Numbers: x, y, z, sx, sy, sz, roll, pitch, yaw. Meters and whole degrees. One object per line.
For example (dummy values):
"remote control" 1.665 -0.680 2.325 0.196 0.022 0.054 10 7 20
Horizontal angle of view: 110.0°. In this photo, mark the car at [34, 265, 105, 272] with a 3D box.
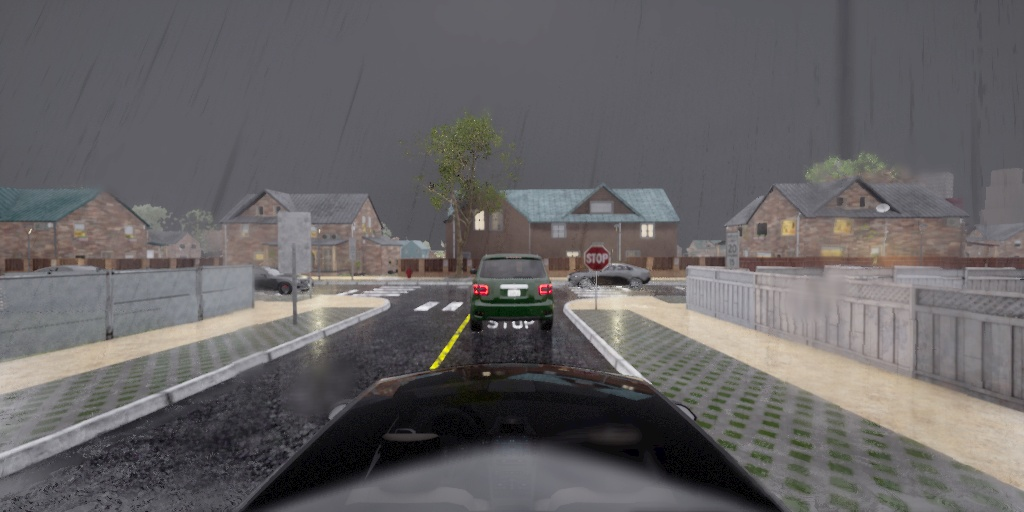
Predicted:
"car" -23.613 1.231 19.549 5.008 1.535 1.882 0 1 2

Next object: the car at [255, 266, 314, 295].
"car" -13.137 1.284 19.215 4.674 1.442 1.812 0 1 2

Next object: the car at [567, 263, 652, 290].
"car" 5.797 1.174 21.558 4.902 1.511 2.128 0 1 2

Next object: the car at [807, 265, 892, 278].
"car" 19.914 1.228 21.113 5.357 1.411 2.033 0 1 2

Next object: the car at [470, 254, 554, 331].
"car" -0.124 0.958 11.081 2.150 2.045 5.566 0 0 -4
